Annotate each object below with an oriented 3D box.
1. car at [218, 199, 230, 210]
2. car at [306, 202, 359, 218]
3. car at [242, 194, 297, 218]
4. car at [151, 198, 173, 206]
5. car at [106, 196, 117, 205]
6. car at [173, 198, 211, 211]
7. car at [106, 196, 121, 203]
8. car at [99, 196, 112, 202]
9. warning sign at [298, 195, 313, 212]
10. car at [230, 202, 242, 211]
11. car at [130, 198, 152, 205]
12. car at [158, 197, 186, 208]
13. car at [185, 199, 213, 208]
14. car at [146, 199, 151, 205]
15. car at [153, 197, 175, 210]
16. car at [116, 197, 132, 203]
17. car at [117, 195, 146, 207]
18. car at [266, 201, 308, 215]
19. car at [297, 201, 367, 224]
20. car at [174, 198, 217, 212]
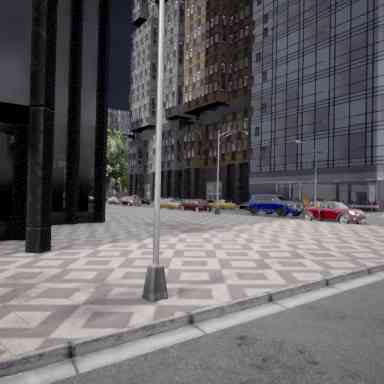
[{"bbox_3d":[4.037,1.696,46.146,1.752,1.417,4.829,2,-1,-35],"label":"car"},{"bbox_3d":[13.682,1.727,32.598,1.947,1.339,4.313,2,-1,-35],"label":"car"},{"bbox_3d":[7.671,1.232,30.949,2.150,2.045,5.566,2,-2,-35],"label":"car"},{"bbox_3d":[-5.413,1.728,59.416,2.008,1.369,4.403,2,-1,-35],"label":"car"},{"bbox_3d":[-12.361,1.534,54.479,1.802,1.307,4.206,2,-1,-35],"label":"car"},{"bbox_3d":[-0.139,1.563,41.926,2.033,1.411,5.357,2,-1,-35],"label":"car"},{"bbox_3d":[-18.241,1.702,77.433,1.752,1.417,4.829,2,-1,-35],"label":"car"},{"bbox_3d":[-21.326,1.758,81.763,1.802,1.307,4.206,2,-1,-35],"label":"car"},{"bbox_3d":[12.857,1.340,37.752,1.300,1.860,1.060,2,-1,-35],"label":"warning sign"},{"bbox_3d":[7.317,1.733,41.537,1.947,1.339,4.313,2,-1,-35],"label":"car"},{"bbox_3d":[-9.300,1.706,60.111,1.895,1.301,4.718,2,-1,-35],"label":"car"},{"bbox_3d":[-3.212,1.595,51.639,2.128,1.511,4.902,2,-1,-35],"label":"car"},{"bbox_3d":[0.952,1.725,50.476,2.008,1.369,4.403,2,-1,-35],"label":"car"},{"bbox_3d":[-8.817,1.221,54.281,1.882,1.535,5.008,2,-1,-35],"label":"car"},{"bbox_3d":[-2.711,1.471,40.930,1.752,1.417,4.829,2,-1,-35],"label":"car"},{"bbox_3d":[-14.961,1.743,72.824,1.947,1.339,4.313,2,-1,-35],"label":"car"},{"bbox_3d":[-9.174,1.391,50.011,1.967,1.590,4.097,2,-1,-35],"label":"car"},{"bbox_3d":[10.499,1.746,37.068,1.802,1.307,4.206,2,-1,-35],"label":"car"},{"bbox_3d":[9.906,1.372,23.215,1.967,1.590,4.097,2,-1,-36],"label":"car"},{"bbox_3d":[0.373,1.487,36.598,1.887,1.381,4.507,2,-1,-35],"label":"car"}]
